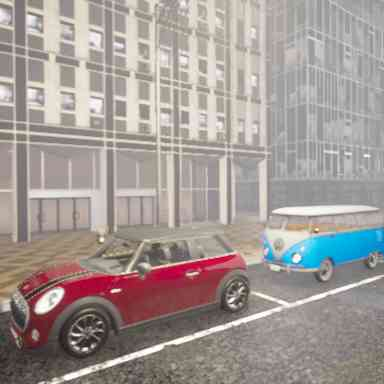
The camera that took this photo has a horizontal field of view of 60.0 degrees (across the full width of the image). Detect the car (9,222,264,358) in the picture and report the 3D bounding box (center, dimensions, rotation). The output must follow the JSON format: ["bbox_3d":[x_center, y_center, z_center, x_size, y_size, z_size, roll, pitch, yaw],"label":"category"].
[{"bbox_3d":[-0.929,1.421,5.901,4.097,1.590,1.967,-1,0,-36],"label":"car"}]

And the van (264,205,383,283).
[{"bbox_3d":[3.703,1.280,9.207,3.998,1.788,1.690,-1,0,-36],"label":"van"}]
